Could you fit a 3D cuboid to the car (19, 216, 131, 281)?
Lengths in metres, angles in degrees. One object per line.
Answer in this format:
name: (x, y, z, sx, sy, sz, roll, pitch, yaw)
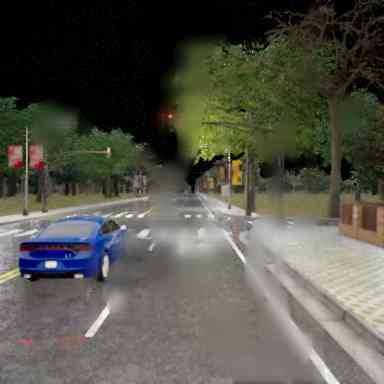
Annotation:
car: (-3.089, 1.436, 9.783, 1.882, 1.535, 5.008, 0, 0, 0)
